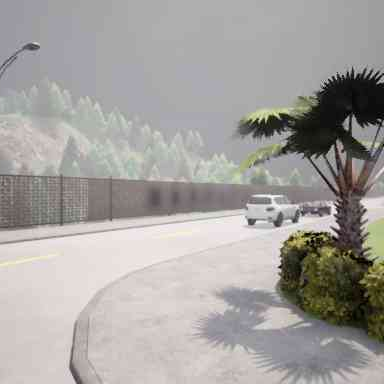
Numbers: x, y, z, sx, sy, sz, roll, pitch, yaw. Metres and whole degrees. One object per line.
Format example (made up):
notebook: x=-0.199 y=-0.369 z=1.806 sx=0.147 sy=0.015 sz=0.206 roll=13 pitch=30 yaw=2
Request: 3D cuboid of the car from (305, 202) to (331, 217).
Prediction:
car: x=11.779 y=1.602 z=31.592 sx=1.895 sy=1.301 sz=4.718 roll=0 pitch=0 yaw=35

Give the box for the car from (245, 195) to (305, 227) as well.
car: x=5.660 y=1.222 z=23.040 sx=2.150 sy=2.045 sz=5.566 roll=0 pitch=0 yaw=36
